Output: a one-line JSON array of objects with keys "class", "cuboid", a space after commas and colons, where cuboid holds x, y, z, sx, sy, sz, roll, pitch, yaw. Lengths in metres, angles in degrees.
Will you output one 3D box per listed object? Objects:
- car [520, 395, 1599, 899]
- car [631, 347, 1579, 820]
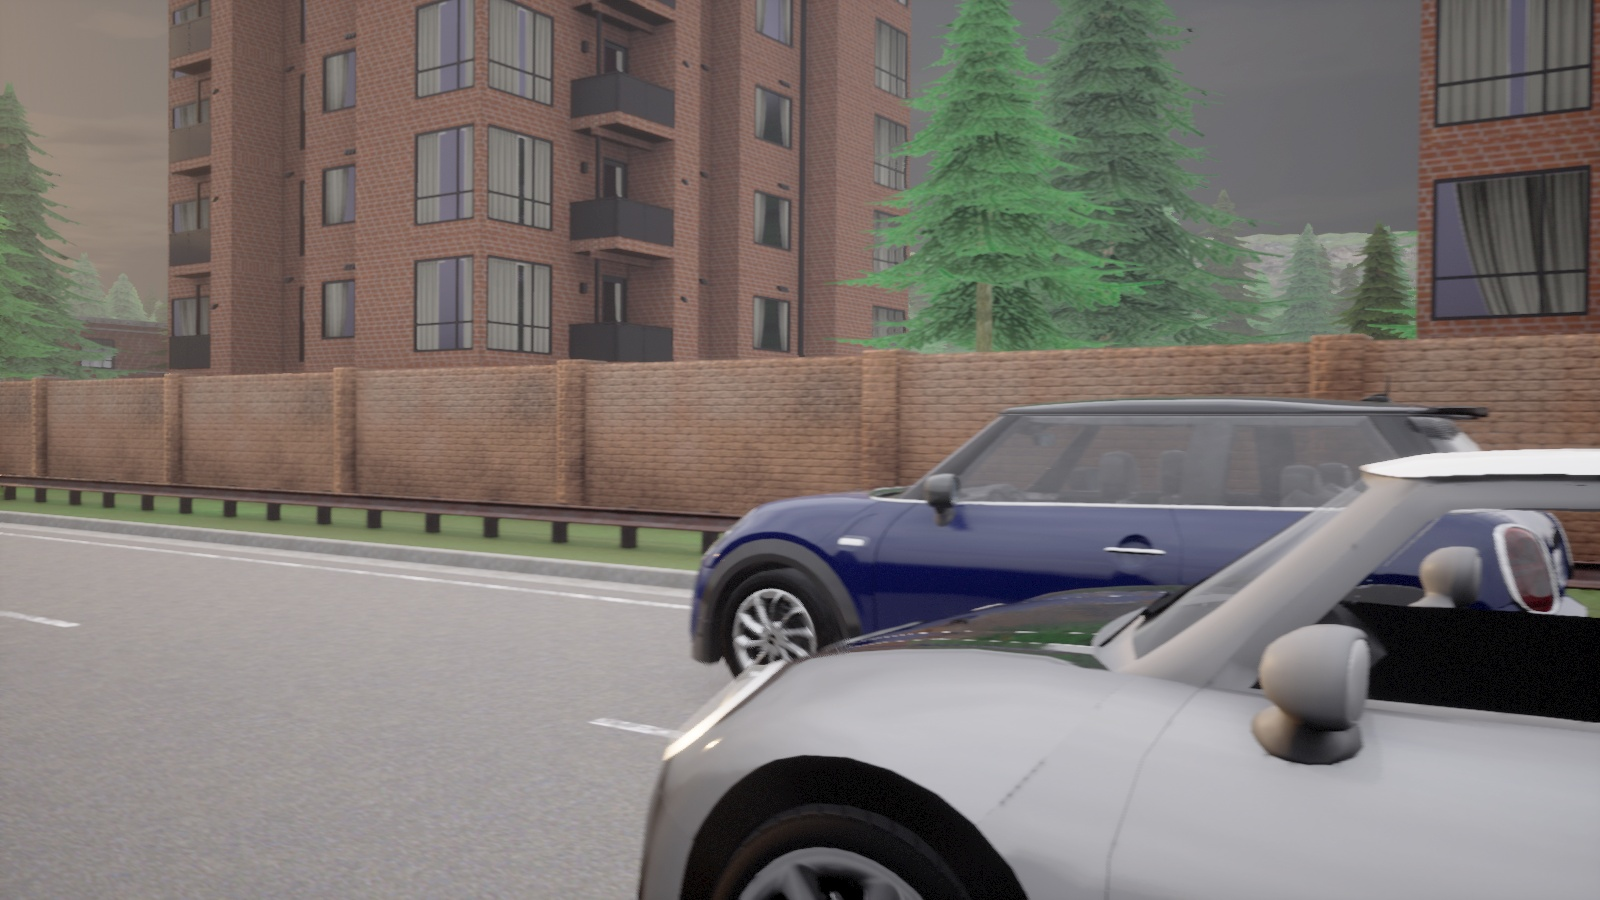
[{"class": "car", "cuboid": [1.501, 0.647, 2.626, 3.806, 1.475, 1.970, 0, 1, 34]}, {"class": "car", "cuboid": [1.514, 0.483, 6.817, 4.553, 1.767, 2.097, 0, 1, 34]}]
